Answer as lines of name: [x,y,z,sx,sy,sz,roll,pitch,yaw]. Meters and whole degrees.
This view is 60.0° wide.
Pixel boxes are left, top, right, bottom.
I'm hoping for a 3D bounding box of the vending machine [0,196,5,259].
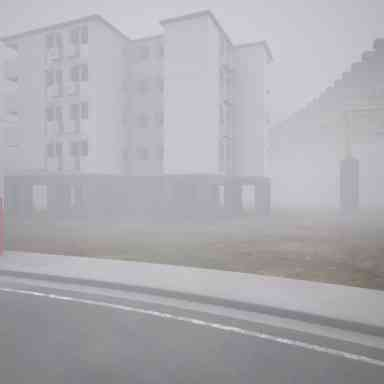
vending machine: [-6.995,1.195,10.984,0.880,2.100,1.100,0,0,21]
